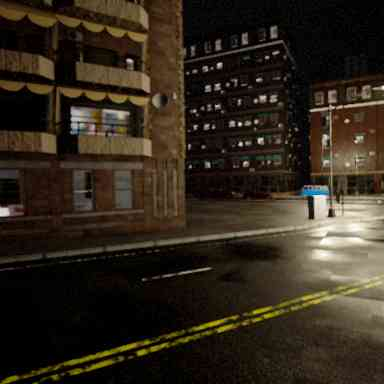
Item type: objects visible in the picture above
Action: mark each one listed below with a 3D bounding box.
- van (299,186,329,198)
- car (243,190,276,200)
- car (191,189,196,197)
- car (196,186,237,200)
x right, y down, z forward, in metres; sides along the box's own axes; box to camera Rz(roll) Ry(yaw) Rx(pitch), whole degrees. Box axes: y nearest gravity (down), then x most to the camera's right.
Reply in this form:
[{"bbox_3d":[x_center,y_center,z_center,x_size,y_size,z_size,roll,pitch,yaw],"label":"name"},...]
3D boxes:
[{"bbox_3d":[17.496,-0.001,47.527,3.998,1.788,1.690,0,1,27],"label":"van"},{"bbox_3d":[8.593,0.426,42.648,4.206,1.307,1.802,0,1,27],"label":"car"},{"bbox_3d":[2.423,-0.137,55.162,5.009,1.841,2.192,0,1,27],"label":"car"},{"bbox_3d":[3.570,0.122,45.191,5.009,1.841,2.192,0,1,27],"label":"car"}]
